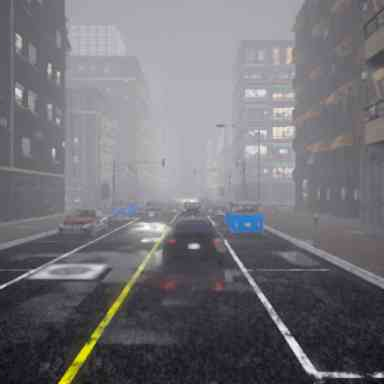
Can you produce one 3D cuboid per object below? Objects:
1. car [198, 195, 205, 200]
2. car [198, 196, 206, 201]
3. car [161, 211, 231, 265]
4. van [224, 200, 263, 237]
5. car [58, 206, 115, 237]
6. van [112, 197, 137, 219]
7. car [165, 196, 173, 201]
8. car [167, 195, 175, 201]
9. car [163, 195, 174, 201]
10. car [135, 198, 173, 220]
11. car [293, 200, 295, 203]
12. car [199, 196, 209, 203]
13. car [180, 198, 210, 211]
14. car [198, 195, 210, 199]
[{"bbox_3d":[2.682,1.623,94.747,1.802,1.307,4.206,0,0,0],"label":"car"},{"bbox_3d":[2.683,1.618,89.213,1.802,1.307,4.206,0,0,0],"label":"car"},{"bbox_3d":[0.070,1.566,11.720,1.994,1.385,4.181,0,0,0],"label":"car"},{"bbox_3d":[2.691,1.345,17.908,1.690,1.788,3.998,0,0,0],"label":"van"},{"bbox_3d":[-5.691,1.586,17.911,1.802,1.307,4.206,0,0,0],"label":"car"},{"bbox_3d":[-5.803,1.348,29.179,1.690,1.788,3.998,0,0,0],"label":"van"},{"bbox_3d":[-5.697,1.615,83.679,1.802,1.307,4.206,0,0,0],"label":"car"},{"bbox_3d":[-5.698,1.602,89.214,1.947,1.339,4.313,0,0,0],"label":"car"},{"bbox_3d":[-5.697,1.580,78.144,2.008,1.369,4.403,0,0,0],"label":"car"},{"bbox_3d":[-3.075,1.499,27.827,2.128,1.511,4.902,0,0,0],"label":"car"},{"bbox_3d":[18.252,1.276,52.630,4.313,1.339,1.947,-1,1,0],"label":"car"},{"bbox_3d":[2.685,1.577,72.610,2.008,1.369,4.403,0,0,0],"label":"car"},{"bbox_3d":[0.062,1.497,26.046,2.128,1.511,4.902,0,0,0],"label":"car"},{"bbox_3d":[2.686,1.463,67.076,1.967,1.590,4.097,0,0,0],"label":"car"}]
